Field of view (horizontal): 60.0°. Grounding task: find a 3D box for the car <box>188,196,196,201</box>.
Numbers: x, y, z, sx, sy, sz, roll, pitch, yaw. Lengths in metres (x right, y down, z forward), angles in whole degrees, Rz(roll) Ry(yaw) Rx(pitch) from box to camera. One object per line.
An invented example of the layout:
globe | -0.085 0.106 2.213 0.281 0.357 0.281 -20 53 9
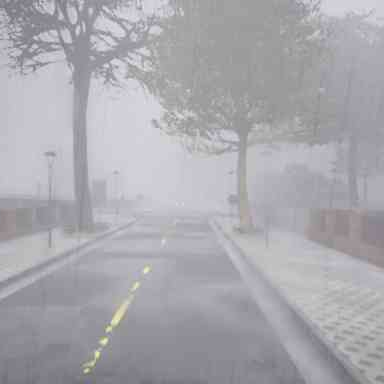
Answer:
car | -0.008 1.688 90.439 1.994 1.385 4.181 0 0 0

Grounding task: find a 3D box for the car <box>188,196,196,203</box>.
car | -0.007 1.811 80.018 1.882 1.535 5.008 0 0 0

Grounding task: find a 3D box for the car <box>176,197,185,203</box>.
car | -2.757 1.934 80.217 1.895 1.301 4.718 0 0 0
